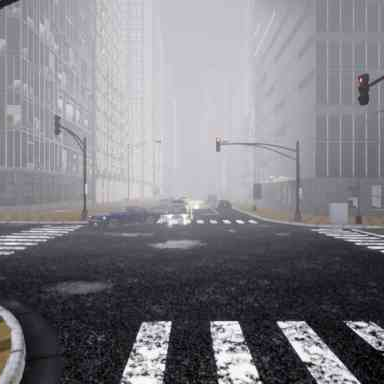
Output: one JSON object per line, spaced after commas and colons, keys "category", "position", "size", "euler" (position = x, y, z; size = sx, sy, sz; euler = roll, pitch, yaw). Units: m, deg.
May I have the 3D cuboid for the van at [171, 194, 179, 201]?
{"category": "van", "position": [-4.165, 1.320, 80.424], "size": [1.690, 1.788, 3.998], "euler": [0, 0, 0]}

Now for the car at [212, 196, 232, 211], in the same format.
{"category": "car", "position": [3.928, 1.579, 41.765], "size": [1.947, 1.339, 4.313], "euler": [0, 0, 0]}

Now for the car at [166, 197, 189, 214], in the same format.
{"category": "car", "position": [-1.512, 1.541, 35.827], "size": [1.812, 1.442, 4.674], "euler": [0, 0, 0]}

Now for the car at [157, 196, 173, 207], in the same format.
{"category": "car", "position": [-4.025, 1.592, 47.258], "size": [1.802, 1.307, 4.206], "euler": [0, 0, 0]}

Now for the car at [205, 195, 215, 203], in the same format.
{"category": "car", "position": [3.762, 1.431, 69.402], "size": [1.967, 1.590, 4.097], "euler": [0, 0, 0]}

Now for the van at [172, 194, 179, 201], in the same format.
{"category": "van", "position": [-4.188, 1.314, 85.951], "size": [1.690, 1.788, 3.998], "euler": [0, 0, 0]}

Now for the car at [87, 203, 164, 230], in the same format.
{"category": "car", "position": [-4.309, 1.613, 21.605], "size": [1.895, 1.301, 4.718], "euler": [1, 0, 40]}

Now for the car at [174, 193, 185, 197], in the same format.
{"category": "car", "position": [-1.581, 1.481, 56.853], "size": [1.882, 1.535, 5.008], "euler": [0, 0, 0]}

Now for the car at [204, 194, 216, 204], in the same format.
{"category": "car", "position": [3.786, 1.312, 63.873], "size": [2.192, 1.841, 5.009], "euler": [0, 0, 0]}

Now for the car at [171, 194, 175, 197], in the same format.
{"category": "car", "position": [-4.095, 1.563, 63.841], "size": [1.947, 1.339, 4.313], "euler": [0, 0, 0]}

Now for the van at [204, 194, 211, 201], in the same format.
{"category": "van", "position": [3.716, 1.320, 80.457], "size": [1.690, 1.788, 3.998], "euler": [0, 0, 0]}
